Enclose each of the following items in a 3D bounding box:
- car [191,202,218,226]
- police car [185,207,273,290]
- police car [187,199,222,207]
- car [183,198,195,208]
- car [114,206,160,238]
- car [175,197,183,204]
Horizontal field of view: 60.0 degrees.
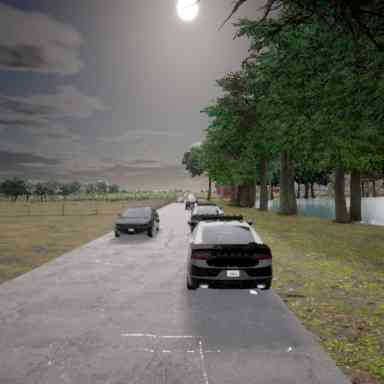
[{"bbox_3d":[0.835,1.557,25.143,1.837,1.490,4.892,0,0,0],"label":"car"},{"bbox_3d":[0.829,1.435,9.252,1.930,1.638,5.238,0,0,0],"label":"police car"},{"bbox_3d":[0.833,1.458,19.253,1.930,1.638,5.238,0,0,0],"label":"police car"},{"bbox_3d":[0.046,1.638,47.683,1.882,1.535,5.008,0,0,1],"label":"car"},{"bbox_3d":[-2.842,1.507,18.066,1.882,1.535,5.008,0,0,0],"label":"car"},{"bbox_3d":[-2.718,1.849,73.768,2.128,1.511,4.902,0,0,0],"label":"car"}]
